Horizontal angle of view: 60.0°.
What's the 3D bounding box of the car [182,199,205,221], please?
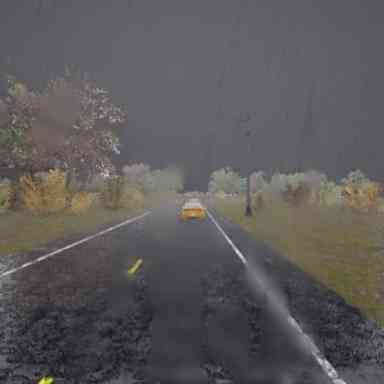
[{"bbox_3d":[0.108,1.674,29.139,1.882,1.535,5.008,0,0,1],"label":"car"}]
